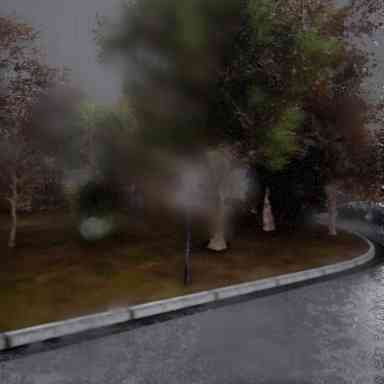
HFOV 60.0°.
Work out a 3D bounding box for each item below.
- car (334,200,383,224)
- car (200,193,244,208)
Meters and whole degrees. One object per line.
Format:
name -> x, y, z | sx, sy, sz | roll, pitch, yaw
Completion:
car -> 12.250, 1.374, 24.235 | 1.837, 1.490, 4.892 | 3, 2, -27
car -> 2.869, 0.812, 32.265 | 1.895, 1.301, 4.718 | 2, 1, -35
